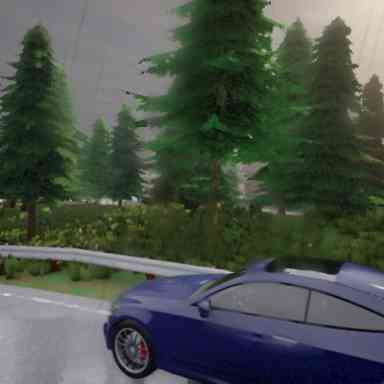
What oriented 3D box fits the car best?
[{"bbox_3d":[1.061,1.515,3.917,4.674,1.442,1.812,0,0,31],"label":"car"}]
